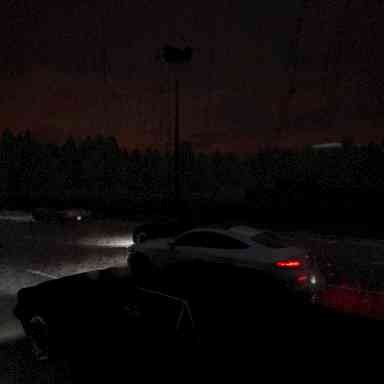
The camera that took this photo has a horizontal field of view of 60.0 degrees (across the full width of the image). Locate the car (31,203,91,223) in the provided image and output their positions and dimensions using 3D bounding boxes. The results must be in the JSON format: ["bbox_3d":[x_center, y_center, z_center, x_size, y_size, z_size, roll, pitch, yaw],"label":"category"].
[{"bbox_3d":[-9.360,1.440,23.571,4.718,1.301,1.895,1,0,36],"label":"car"}]

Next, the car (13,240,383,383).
[{"bbox_3d":[-0.217,1.582,4.149,4.718,1.301,1.895,0,0,36],"label":"car"}]

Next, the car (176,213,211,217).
[{"bbox_3d":[-0.304,1.505,12.809,4.181,1.385,1.994,0,0,36],"label":"car"}]

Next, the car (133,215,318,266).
[{"bbox_3d":[0.531,1.495,7.916,4.674,1.442,1.812,0,0,36],"label":"car"}]
